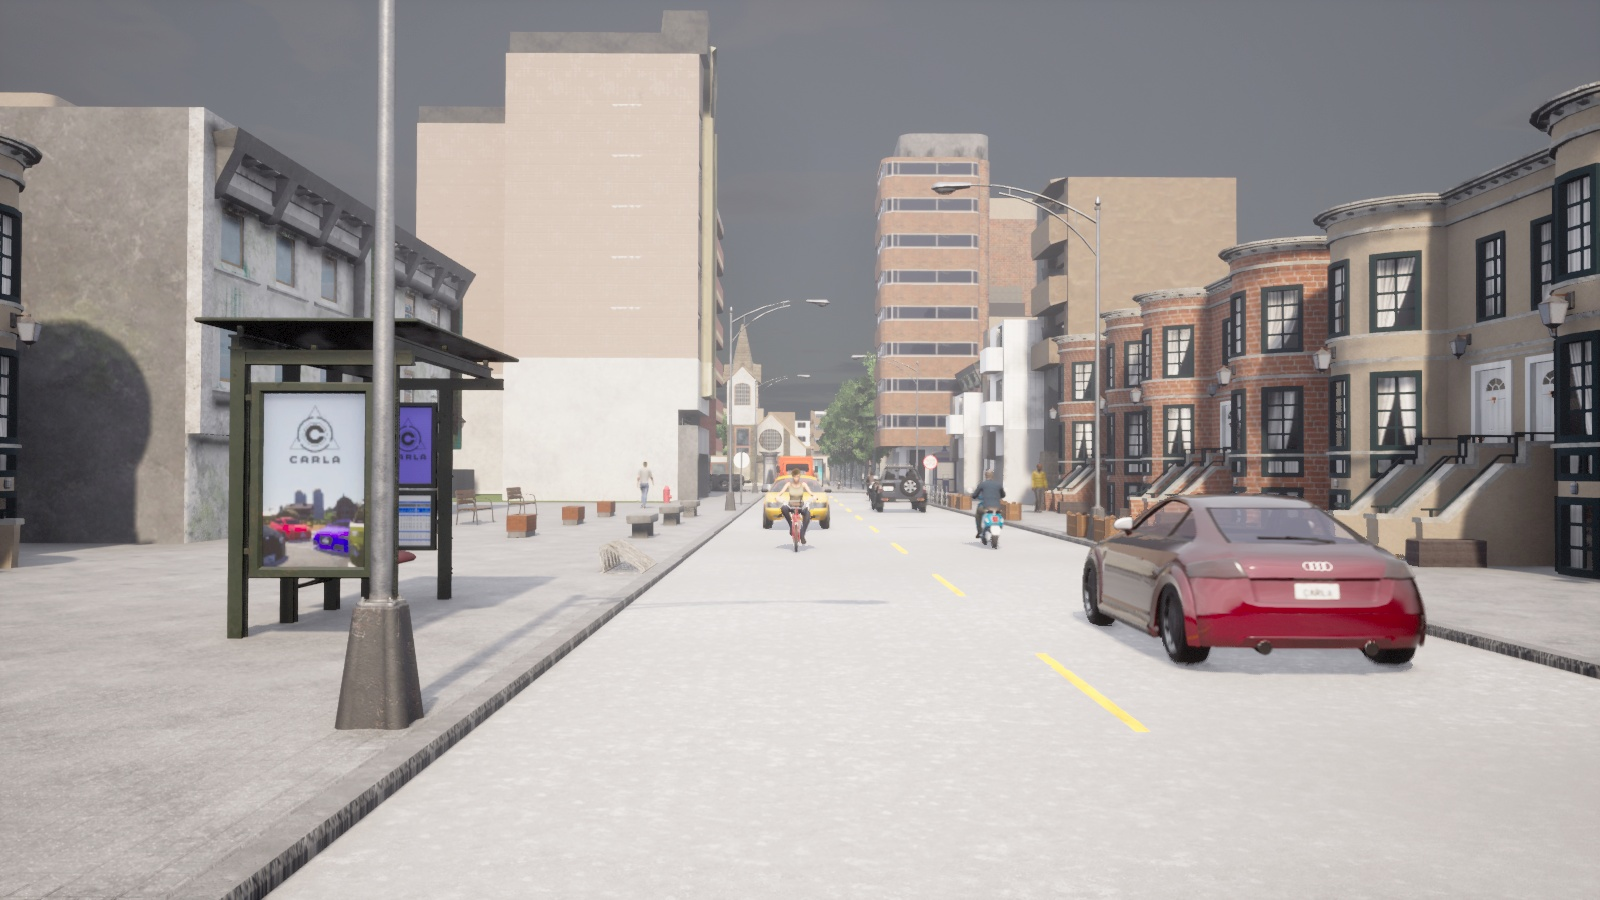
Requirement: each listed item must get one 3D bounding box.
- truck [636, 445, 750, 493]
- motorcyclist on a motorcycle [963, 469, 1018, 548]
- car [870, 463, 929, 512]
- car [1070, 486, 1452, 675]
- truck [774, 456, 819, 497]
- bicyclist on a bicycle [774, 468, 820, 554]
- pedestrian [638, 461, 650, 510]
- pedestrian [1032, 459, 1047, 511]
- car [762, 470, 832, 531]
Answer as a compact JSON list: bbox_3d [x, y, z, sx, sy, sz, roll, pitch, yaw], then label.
[{"bbox_3d":[-7.887,1.425,93.148,7.936,3.462,2.891,0,-1,12],"label":"truck"},{"bbox_3d":[3.936,1.189,26.084,0.866,1.590,1.817,0,-1,0],"label":"motorcyclist on a motorcycle"},{"bbox_3d":[3.857,1.444,49.463,1.932,1.855,4.605,0,-1,0],"label":"car"},{"bbox_3d":[3.971,1.058,11.679,1.994,1.385,4.181,0,-1,0],"label":"car"},{"bbox_3d":[-0.255,1.633,77.863,2.627,2.467,5.204,0,-1,-2],"label":"truck"},{"bbox_3d":[-0.064,1.159,24.315,0.866,1.612,1.509,0,-1,0],"label":"bicyclist on a bicycle"},{"bbox_3d":[-5.965,1.354,48.143,0.354,1.836,0.706,0,-1,1],"label":"pedestrian"},{"bbox_3d":[8.446,1.231,44.232,0.370,1.835,0.726,0,-1,0],"label":"pedestrian"},{"bbox_3d":[-0.088,1.344,35.296,1.801,1.575,5.366,0,-1,0],"label":"car"}]
